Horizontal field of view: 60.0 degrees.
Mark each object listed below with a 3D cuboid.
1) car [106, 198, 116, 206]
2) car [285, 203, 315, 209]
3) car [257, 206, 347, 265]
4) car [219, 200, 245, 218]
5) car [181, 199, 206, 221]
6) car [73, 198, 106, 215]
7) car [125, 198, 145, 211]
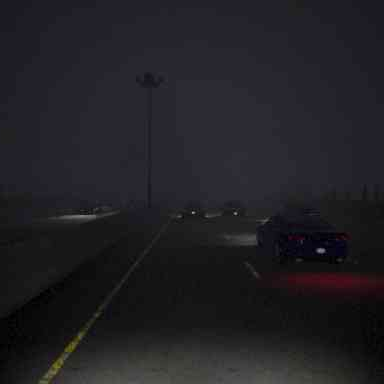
[{"bbox_3d":[-13.989,1.625,54.471,1.895,1.301,4.718,0,0,1],"label":"car"},{"bbox_3d":[7.100,1.514,22.483,1.837,1.490,4.892,0,0,0],"label":"car"},{"bbox_3d":[3.600,1.483,11.757,1.882,1.535,5.008,0,0,0],"label":"car"},{"bbox_3d":[3.601,1.518,29.928,1.837,1.490,4.892,0,0,0],"label":"car"},{"bbox_3d":[0.101,1.576,27.586,1.994,1.385,4.181,0,0,0],"label":"car"},{"bbox_3d":[-10.593,1.579,34.013,1.994,1.385,4.181,0,0,0],"label":"car"},{"bbox_3d":[-7.085,1.510,41.839,2.128,1.511,4.902,0,0,0],"label":"car"}]
